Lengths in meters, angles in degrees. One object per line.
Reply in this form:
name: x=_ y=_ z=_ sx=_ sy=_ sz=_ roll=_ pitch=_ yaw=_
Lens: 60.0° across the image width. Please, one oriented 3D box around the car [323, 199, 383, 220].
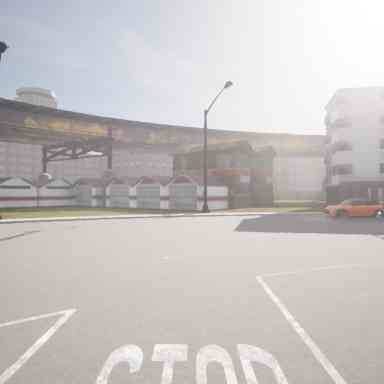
car: x=13.279 y=1.354 z=27.469 sx=4.553 sy=1.767 sz=2.097 roll=0 pitch=0 yaw=-1
